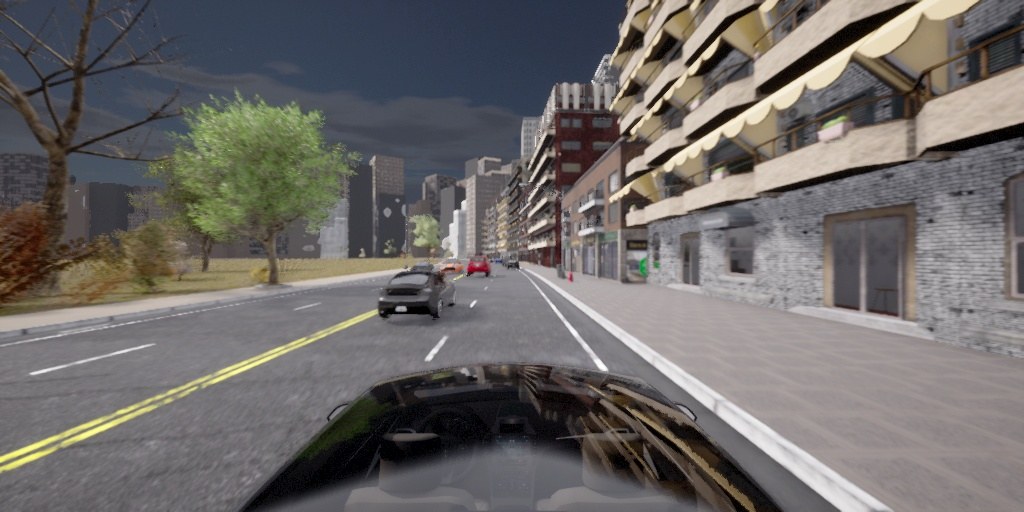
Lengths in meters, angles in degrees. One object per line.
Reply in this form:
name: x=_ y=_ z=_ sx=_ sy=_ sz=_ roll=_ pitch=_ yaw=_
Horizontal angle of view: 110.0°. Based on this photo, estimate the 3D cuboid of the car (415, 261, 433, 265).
car: x=-10.108 y=1.323 z=41.016 sx=2.033 sy=1.411 sz=5.357 roll=0 pitch=0 yaw=-1

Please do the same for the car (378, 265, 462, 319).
car: x=-3.178 y=1.262 z=12.764 sx=1.837 sy=1.490 sz=4.892 roll=0 pitch=1 yaw=0

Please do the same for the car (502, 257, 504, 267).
car: x=-0.422 y=1.312 z=65.240 sx=1.837 sy=1.490 sz=4.892 roll=0 pitch=0 yaw=-4

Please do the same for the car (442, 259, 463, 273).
car: x=-6.875 y=1.129 z=41.380 sx=2.097 sy=1.767 sz=4.553 roll=0 pitch=0 yaw=-1

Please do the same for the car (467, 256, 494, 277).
car: x=-3.331 y=0.996 z=36.784 sx=2.150 sy=2.045 sz=5.566 roll=0 pitch=0 yaw=-1

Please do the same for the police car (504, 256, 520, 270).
police car: x=0.147 y=1.220 z=55.279 sx=1.930 sy=1.638 sz=5.238 roll=0 pitch=0 yaw=-3
